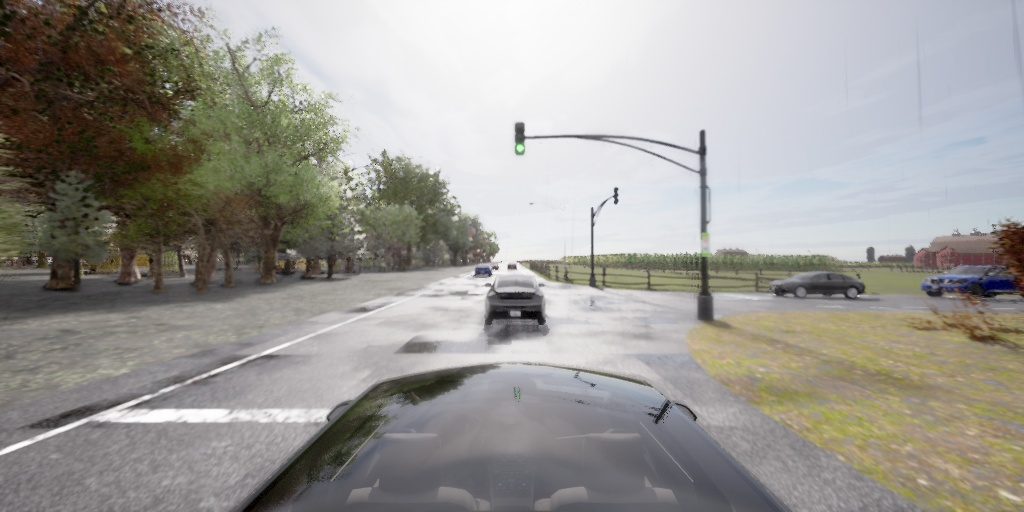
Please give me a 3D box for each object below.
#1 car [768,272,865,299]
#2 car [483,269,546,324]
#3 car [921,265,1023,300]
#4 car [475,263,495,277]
[{"bbox_3d":[17.995,1.710,21.331,4.892,1.490,1.837,1,-2,1],"label":"car"},{"bbox_3d":[0.104,1.372,12.494,1.837,1.490,4.892,0,0,0],"label":"car"},{"bbox_3d":[27.886,1.533,21.268,5.566,2.045,2.150,1,-2,0],"label":"car"},{"bbox_3d":[-3.384,1.666,43.545,1.882,1.535,5.008,0,-1,0],"label":"car"}]
